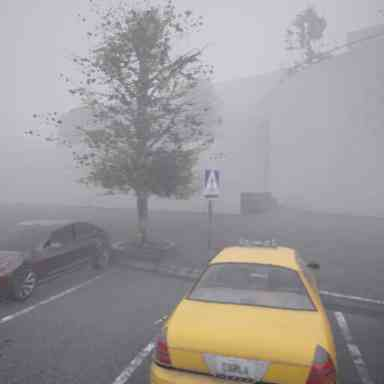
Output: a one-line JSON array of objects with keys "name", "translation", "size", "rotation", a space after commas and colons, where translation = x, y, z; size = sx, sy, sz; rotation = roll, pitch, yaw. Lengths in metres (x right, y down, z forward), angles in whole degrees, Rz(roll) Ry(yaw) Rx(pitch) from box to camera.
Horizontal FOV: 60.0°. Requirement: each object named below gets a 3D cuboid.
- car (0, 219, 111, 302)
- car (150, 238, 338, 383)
[{"name": "car", "translation": [-3.875, 1.498, 8.556], "size": [2.163, 1.488, 4.792], "rotation": [1, 0, 16]}, {"name": "car", "translation": [1.054, 1.485, 5.265], "size": [1.946, 1.575, 5.366], "rotation": [0, -1, 16]}]
